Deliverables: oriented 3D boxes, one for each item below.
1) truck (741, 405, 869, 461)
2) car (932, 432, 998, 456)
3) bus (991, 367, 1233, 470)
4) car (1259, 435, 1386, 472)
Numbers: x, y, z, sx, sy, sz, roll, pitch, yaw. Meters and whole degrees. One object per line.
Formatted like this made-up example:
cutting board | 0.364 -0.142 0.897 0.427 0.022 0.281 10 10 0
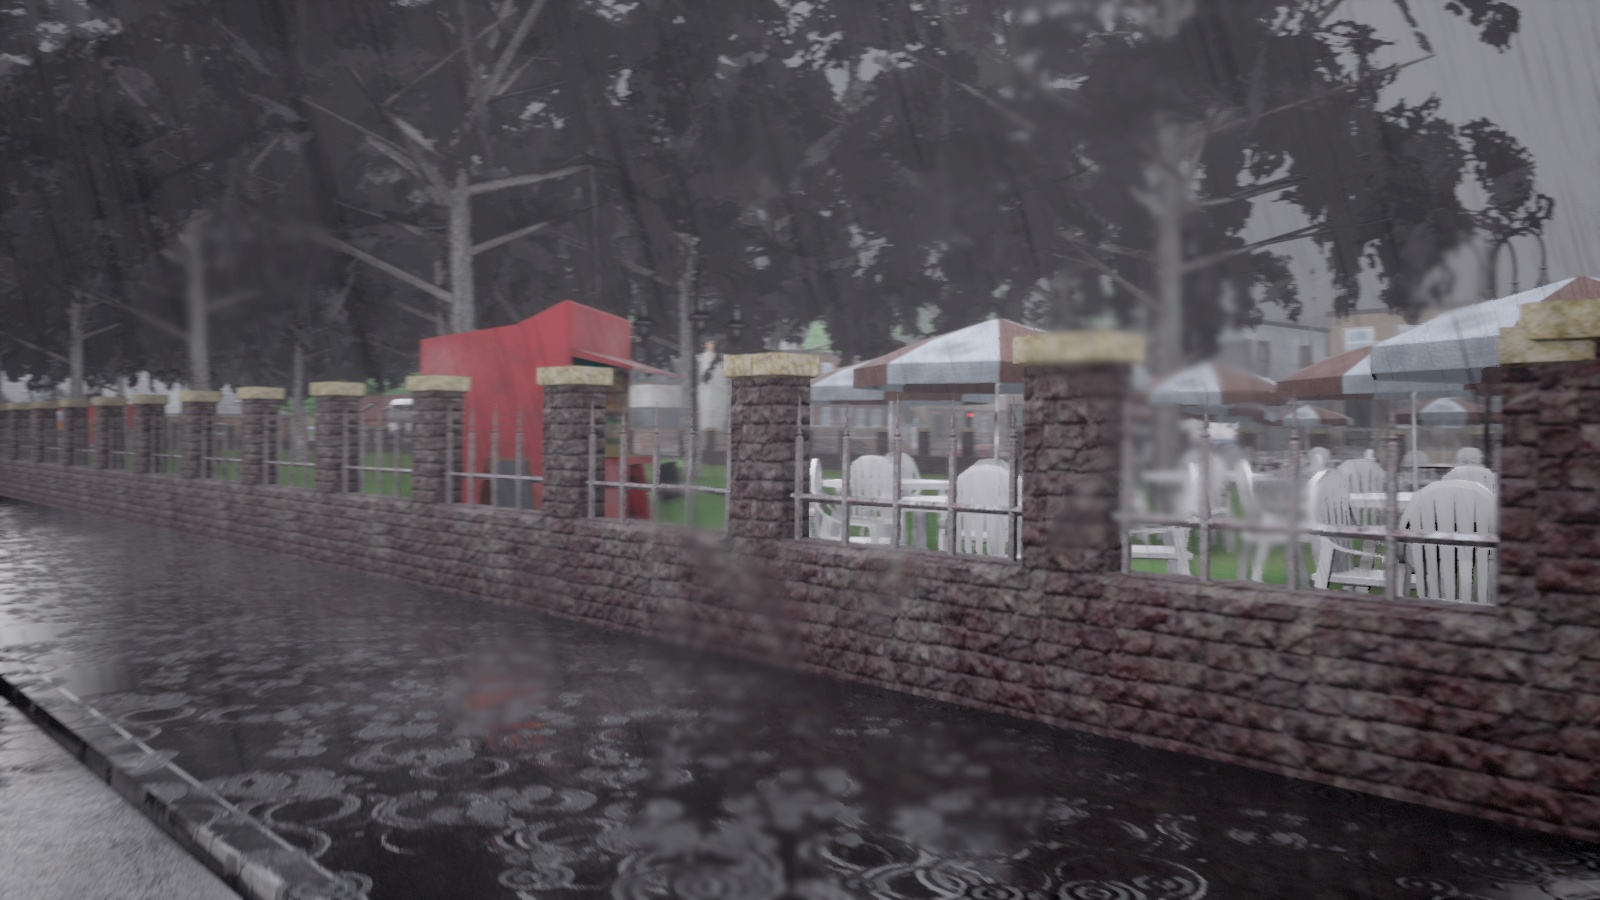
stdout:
truck | 0.376 -1.089 80.086 7.936 3.462 2.891 -1 1 -36
car | 11.815 -0.445 89.850 4.611 1.667 2.242 -1 1 -42
bus | 13.963 -1.339 57.152 3.944 4.253 10.273 -1 1 -41
car | 20.645 0.132 49.754 1.994 1.385 4.181 -1 1 -42
